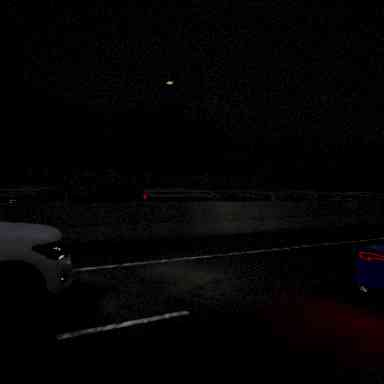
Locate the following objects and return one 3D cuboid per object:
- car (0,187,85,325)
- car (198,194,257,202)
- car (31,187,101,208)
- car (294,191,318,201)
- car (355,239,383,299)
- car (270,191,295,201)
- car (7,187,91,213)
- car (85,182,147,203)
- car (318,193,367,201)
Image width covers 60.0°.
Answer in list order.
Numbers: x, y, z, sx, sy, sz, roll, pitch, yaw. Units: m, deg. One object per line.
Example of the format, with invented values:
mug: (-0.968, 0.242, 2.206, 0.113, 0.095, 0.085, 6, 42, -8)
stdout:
car: (-4.762, 0.924, 5.010, 5.566, 2.045, 2.150, 1, 2, -29)
car: (2.031, 0.872, 20.994, 5.008, 1.535, 1.882, 1, 2, -29)
car: (-9.930, 0.414, 26.305, 4.892, 1.490, 1.837, 1, 2, -29)
car: (14.003, 0.825, 35.710, 5.357, 1.411, 2.033, 1, 2, -29)
car: (5.533, 1.402, 6.812, 5.008, 1.535, 1.882, 1, 2, -29)
car: (11.140, 0.615, 38.121, 4.902, 1.511, 2.128, 1, 2, -29)
car: (-9.633, 0.512, 22.459, 5.008, 1.535, 1.882, 1, 2, -29)
car: (-5.533, 0.418, 20.743, 5.566, 2.045, 2.150, 0, 2, -29)
car: (14.890, 0.913, 32.205, 4.892, 1.490, 1.837, 1, 2, -29)
